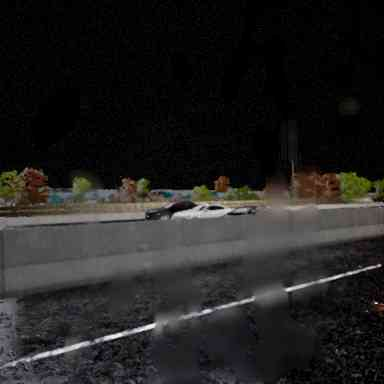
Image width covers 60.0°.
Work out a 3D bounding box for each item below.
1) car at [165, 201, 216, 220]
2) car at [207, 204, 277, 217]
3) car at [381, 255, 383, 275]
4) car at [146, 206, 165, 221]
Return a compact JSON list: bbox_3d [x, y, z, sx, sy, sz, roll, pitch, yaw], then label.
[{"bbox_3d":[0.892,1.470,21.752,4.674,1.442,1.812,0,0,-35],"label":"car"},{"bbox_3d":[3.291,1.508,19.145,4.181,1.385,1.994,0,0,-35],"label":"car"},{"bbox_3d":[6.662,1.524,8.442,4.181,1.385,1.994,0,0,-35],"label":"car"},{"bbox_3d":[-1.031,1.420,24.664,5.008,1.535,1.882,0,0,-35],"label":"car"}]
